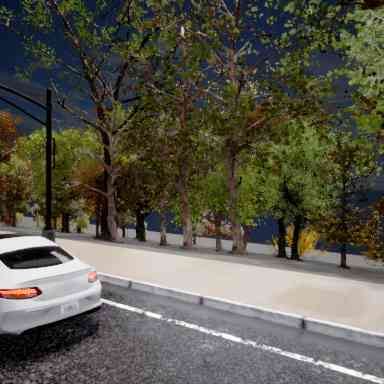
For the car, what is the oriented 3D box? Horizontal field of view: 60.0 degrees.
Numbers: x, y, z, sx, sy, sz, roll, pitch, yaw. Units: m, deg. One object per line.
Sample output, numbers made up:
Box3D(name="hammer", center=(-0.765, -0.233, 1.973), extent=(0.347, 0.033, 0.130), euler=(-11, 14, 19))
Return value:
Box3D(name="car", center=(-3.624, 1.525, 6.273), extent=(4.674, 1.442, 1.812), euler=(0, 0, 37))
